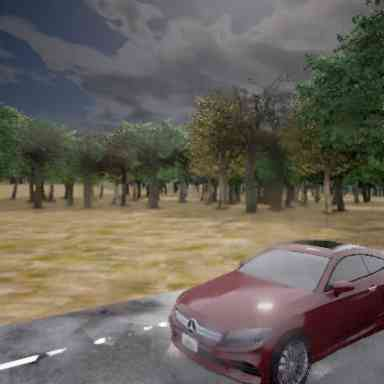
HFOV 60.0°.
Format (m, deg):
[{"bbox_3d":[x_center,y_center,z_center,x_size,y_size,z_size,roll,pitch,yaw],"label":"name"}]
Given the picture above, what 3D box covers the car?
[{"bbox_3d":[1.867,1.549,5.325,4.674,1.442,1.812,0,0,-36],"label":"car"}]
